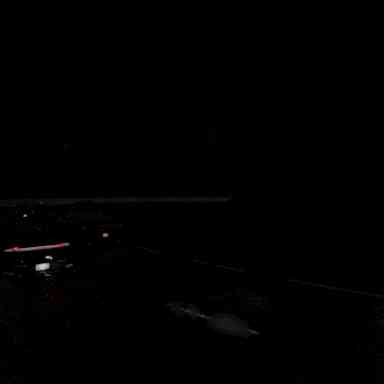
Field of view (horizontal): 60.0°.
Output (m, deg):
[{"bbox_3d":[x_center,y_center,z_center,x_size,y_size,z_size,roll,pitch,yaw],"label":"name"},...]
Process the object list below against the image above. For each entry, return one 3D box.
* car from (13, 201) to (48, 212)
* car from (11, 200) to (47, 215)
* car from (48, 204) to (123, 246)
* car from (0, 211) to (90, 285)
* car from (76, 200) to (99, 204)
[{"bbox_3d":[-14.108,1.680,29.566,1.895,1.301,4.718,0,0,-10],"label":"car"},{"bbox_3d":[-17.900,1.660,36.772,1.994,1.385,4.181,0,0,0],"label":"car"},{"bbox_3d":[-4.786,1.528,14.974,1.882,1.535,5.008,0,0,-35],"label":"car"},{"bbox_3d":[-5.042,1.517,9.548,2.128,1.511,4.902,0,0,-41],"label":"car"},{"bbox_3d":[-11.040,1.606,35.003,2.128,1.511,4.902,0,0,-3],"label":"car"}]
